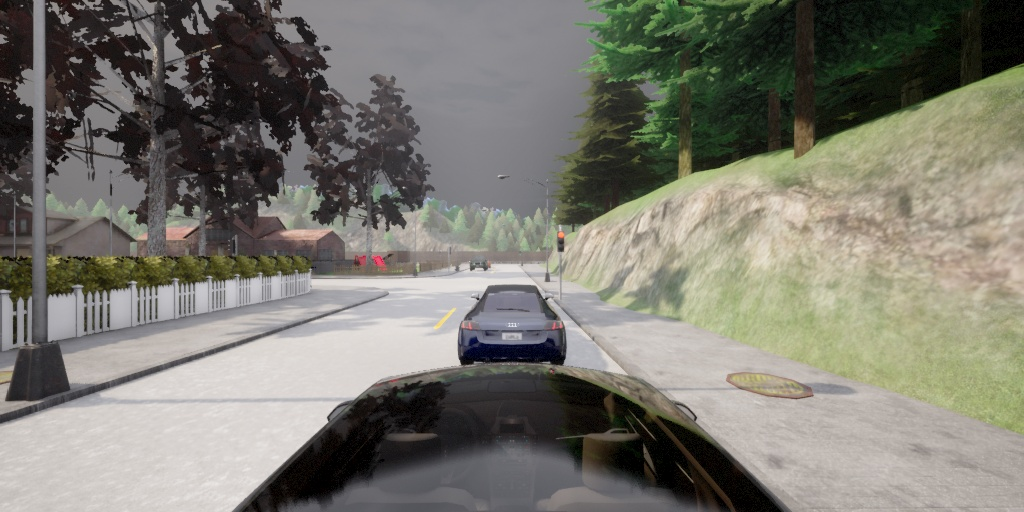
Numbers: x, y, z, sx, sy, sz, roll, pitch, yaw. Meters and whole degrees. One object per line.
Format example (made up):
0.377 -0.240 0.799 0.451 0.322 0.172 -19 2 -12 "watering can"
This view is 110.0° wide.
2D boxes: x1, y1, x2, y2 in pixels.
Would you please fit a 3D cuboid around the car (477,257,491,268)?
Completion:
-4.599 1.102 59.316 2.097 1.767 4.553 0 0 0 "car"

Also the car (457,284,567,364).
0.005 1.314 8.002 1.994 1.385 4.181 0 0 0 "car"

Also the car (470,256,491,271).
-4.529 0.972 49.488 2.150 2.045 5.566 0 0 0 "car"
